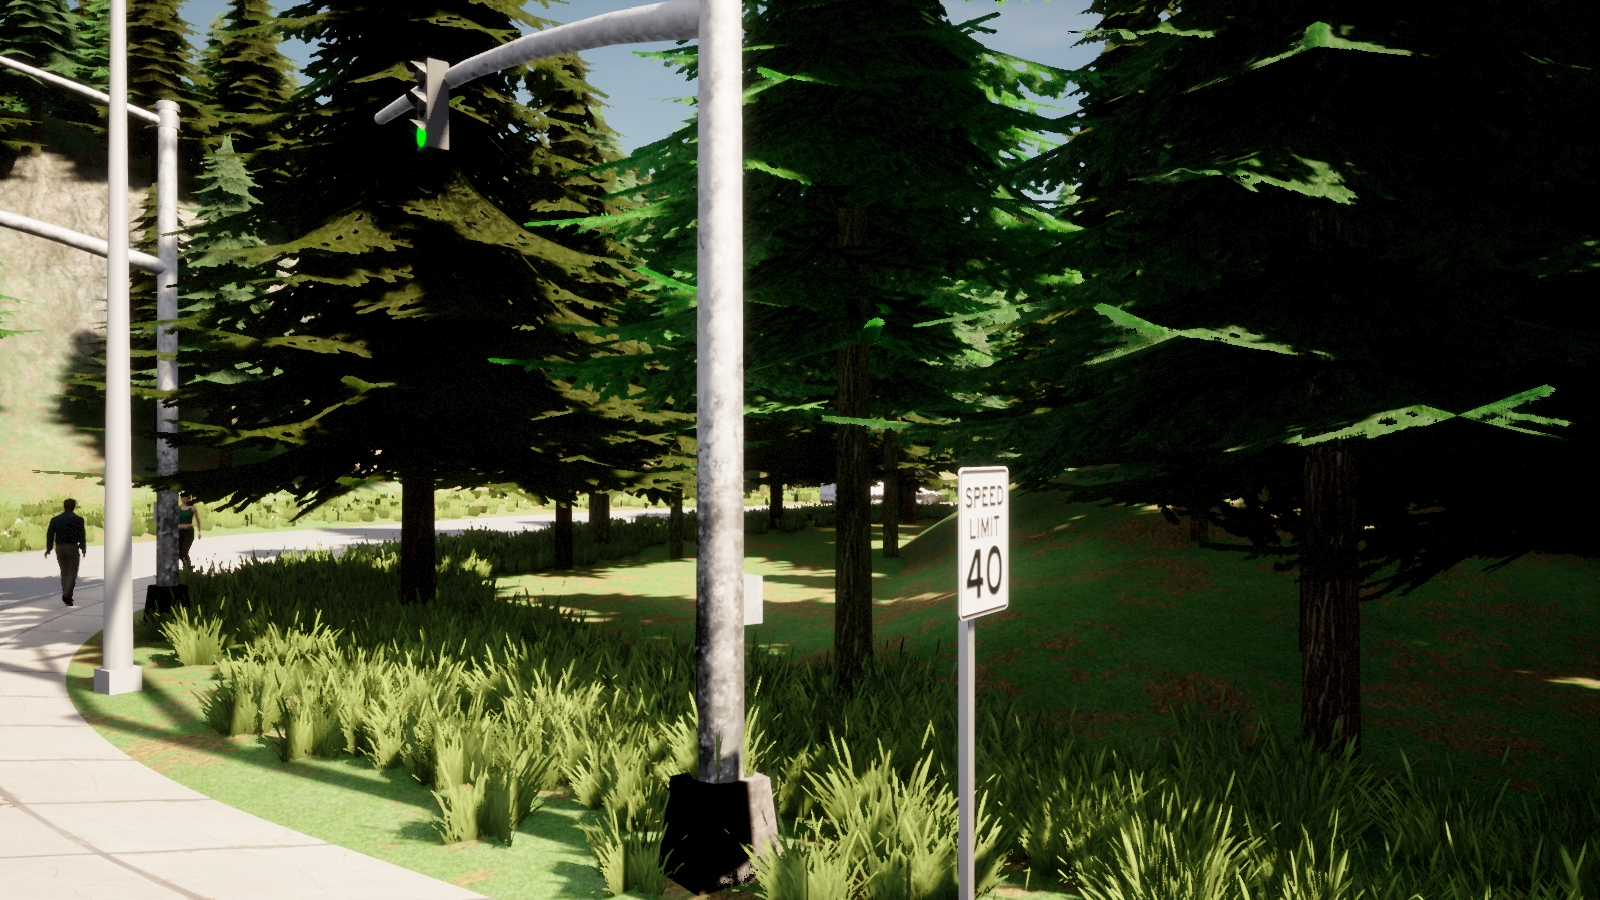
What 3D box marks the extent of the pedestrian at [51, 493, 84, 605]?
[{"bbox_3d":[-12.402,1.668,19.352,0.375,1.860,0.375,0,0,-16],"label":"pedestrian"}]
